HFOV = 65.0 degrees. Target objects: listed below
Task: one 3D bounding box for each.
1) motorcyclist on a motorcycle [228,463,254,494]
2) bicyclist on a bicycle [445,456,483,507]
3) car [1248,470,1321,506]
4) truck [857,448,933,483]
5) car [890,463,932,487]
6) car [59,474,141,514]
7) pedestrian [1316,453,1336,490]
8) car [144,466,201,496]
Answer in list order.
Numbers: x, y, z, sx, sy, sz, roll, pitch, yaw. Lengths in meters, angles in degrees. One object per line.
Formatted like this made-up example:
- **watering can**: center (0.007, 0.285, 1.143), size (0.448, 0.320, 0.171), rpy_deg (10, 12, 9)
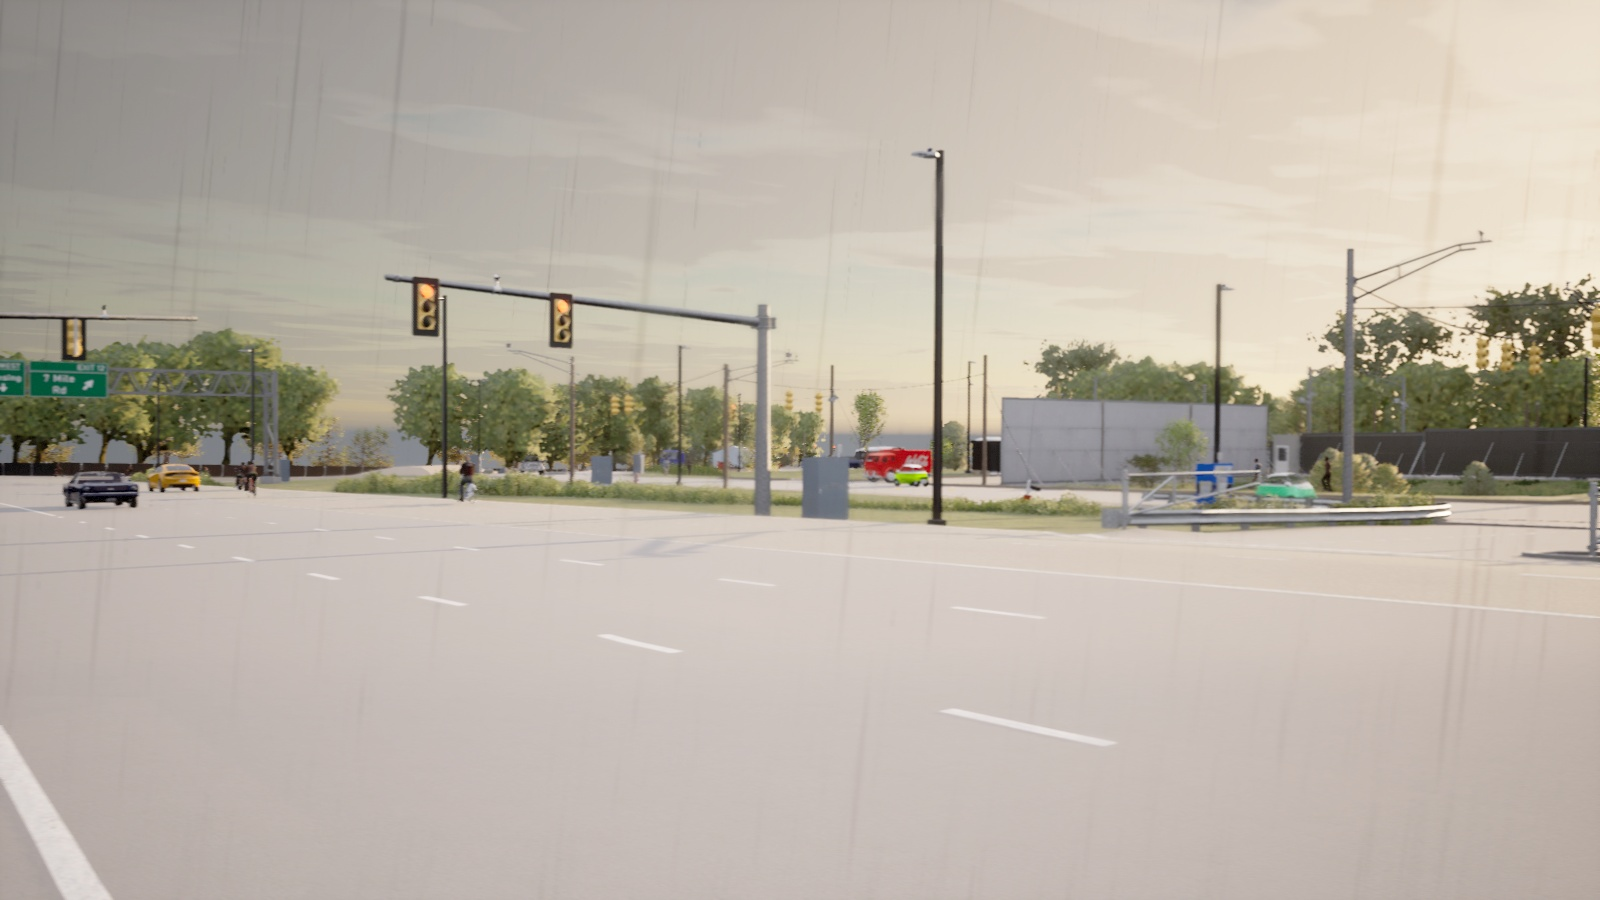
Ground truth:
- **motorcyclist on a motorcycle**: center (-31.428, 1.596, 70.588), size (0.766, 1.649, 2.350), rpy_deg (-1, -1, -37)
- **bicyclist on a bicycle**: center (-12.163, 1.129, 45.409), size (0.659, 1.776, 1.843), rpy_deg (-1, 0, -37)
- **car**: center (19.199, 1.494, 49.783), size (1.481, 1.376, 2.207), rpy_deg (-1, 0, -37)
- **truck**: center (7.028, 1.130, 92.457), size (5.204, 2.467, 2.627), rpy_deg (0, 0, -39)
- **car**: center (6.862, 1.532, 77.717), size (1.481, 1.376, 2.207), rpy_deg (-1, 1, -37)
- **car**: center (-25.287, 1.538, 45.285), size (1.895, 1.301, 4.718), rpy_deg (-1, 0, -37)
- **pedestrian**: center (25.999, 1.069, 62.073), size (0.328, 1.805, 0.869), rpy_deg (-1, 1, -38)
- **car**: center (-34.339, 1.653, 68.633), size (1.882, 1.535, 5.008), rpy_deg (-1, 0, -37)
